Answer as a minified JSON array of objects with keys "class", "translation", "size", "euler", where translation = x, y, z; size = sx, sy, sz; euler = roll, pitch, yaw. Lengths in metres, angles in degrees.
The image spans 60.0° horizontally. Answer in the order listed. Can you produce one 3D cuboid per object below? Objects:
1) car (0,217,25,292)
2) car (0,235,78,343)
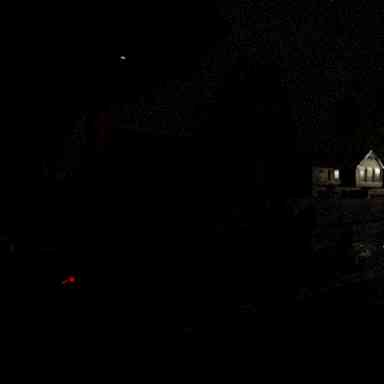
[{"class":"car","translation":[-6.478,1.481,7.034],"size":[5.008,1.535,1.882],"euler":[0,0,-36]},{"class":"car","translation":[-3.905,1.565,4.884],"size":[4.181,1.385,1.994],"euler":[0,0,-36]}]
